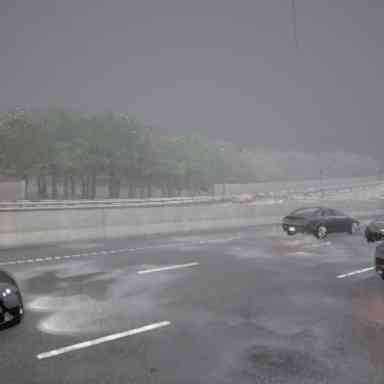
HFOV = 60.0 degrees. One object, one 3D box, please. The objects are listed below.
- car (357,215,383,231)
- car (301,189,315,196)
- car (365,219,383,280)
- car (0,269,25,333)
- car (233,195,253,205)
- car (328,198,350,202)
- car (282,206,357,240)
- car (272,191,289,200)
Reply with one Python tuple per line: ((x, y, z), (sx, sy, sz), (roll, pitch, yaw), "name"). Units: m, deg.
((9.589, 1.558, 14.883), (4.181, 1.385, 1.994), (0, 0, -36), "car")
((27.520, 0.142, 78.660), (1.882, 1.535, 5.008), (0, 3, 40), "car")
((6.576, 1.502, 8.555), (4.892, 1.490, 1.837), (0, 0, -35), "car")
((-4.714, 1.564, 4.680), (4.181, 1.385, 1.994), (0, 0, -36), "car")
((8.356, 1.259, 53.839), (1.812, 1.442, 4.674), (0, 1, 35), "car")
((18.909, 1.510, 43.338), (4.674, 1.442, 1.812), (0, 0, -36), "car")
((6.708, 1.499, 17.126), (4.892, 1.490, 1.837), (0, 0, -36), "car")
((17.672, 0.657, 66.488), (2.097, 1.767, 4.553), (0, 2, 37), "car")
